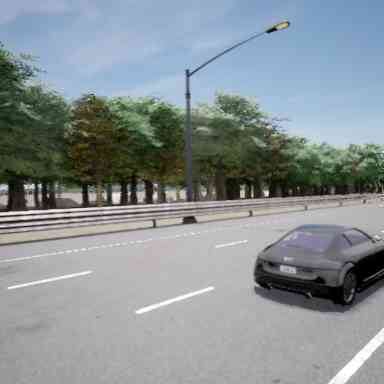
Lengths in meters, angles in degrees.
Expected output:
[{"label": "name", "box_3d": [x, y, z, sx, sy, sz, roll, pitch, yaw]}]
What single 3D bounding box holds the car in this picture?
[{"label": "car", "box_3d": [3.295, 1.447, 7.889, 4.181, 1.385, 1.994, -1, 0, -45]}]
